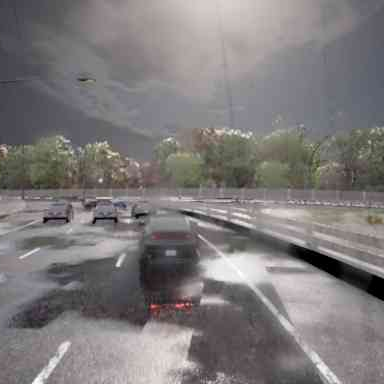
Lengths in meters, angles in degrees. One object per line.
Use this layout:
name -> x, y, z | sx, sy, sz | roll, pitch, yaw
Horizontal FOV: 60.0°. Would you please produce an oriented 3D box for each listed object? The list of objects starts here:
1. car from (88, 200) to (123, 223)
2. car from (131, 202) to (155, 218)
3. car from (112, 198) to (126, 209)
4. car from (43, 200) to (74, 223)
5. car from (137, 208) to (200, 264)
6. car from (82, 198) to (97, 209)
car -> -6.786, 1.592, 26.103 | 2.033, 1.411, 5.357 | 0, 0, -14
car -> -4.458, 1.600, 30.479 | 1.994, 1.385, 4.181 | 0, 0, -16
car -> -10.669, 1.599, 47.190 | 1.812, 1.442, 4.674 | 0, 0, -25
car -> -10.395, 1.609, 26.109 | 2.033, 1.411, 5.357 | 0, 0, -15
car -> -0.852, 1.514, 11.910 | 1.837, 1.490, 4.892 | 0, 0, -6
car -> -14.077, 1.595, 46.193 | 1.837, 1.490, 4.892 | 0, 0, -25
